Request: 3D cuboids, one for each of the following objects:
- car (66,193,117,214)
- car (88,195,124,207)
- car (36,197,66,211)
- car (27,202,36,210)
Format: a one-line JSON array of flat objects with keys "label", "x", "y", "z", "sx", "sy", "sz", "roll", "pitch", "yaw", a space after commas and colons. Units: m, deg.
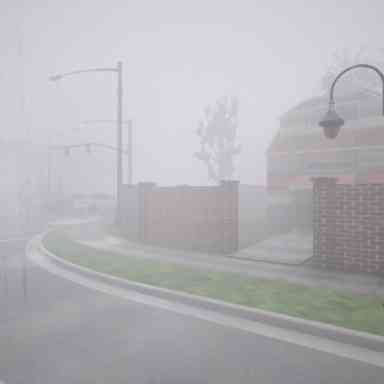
[{"label": "car", "x": -9.441, "y": 1.093, "z": 33.956, "sx": 2.150, "sy": 2.045, "sz": 5.566, "roll": 0, "pitch": 1, "yaw": 37}, {"label": "car", "x": -12.279, "y": 1.268, "z": 47.955, "sx": 1.837, "sy": 1.490, "sz": 4.892, "roll": 0, "pitch": 1, "yaw": 37}, {"label": "car", "x": -14.949, "y": 1.373, "z": 38.621, "sx": 1.837, "sy": 1.490, "sz": 4.892, "roll": 0, "pitch": 1, "yaw": 36}, {"label": "car", "x": -17.679, "y": 1.396, "z": 40.809, "sx": 1.812, "sy": 1.442, "sz": 4.674, "roll": 0, "pitch": 1, "yaw": 37}]
